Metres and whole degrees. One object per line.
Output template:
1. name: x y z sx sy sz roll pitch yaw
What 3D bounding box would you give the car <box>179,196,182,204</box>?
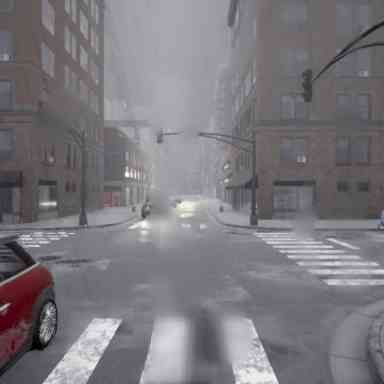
1. car: -2.968 1.510 63.920 1.882 1.535 5.008 0 0 0

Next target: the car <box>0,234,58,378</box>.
1. car: -3.099 1.352 3.173 2.097 1.767 4.553 0 0 0

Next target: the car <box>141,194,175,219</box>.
1. car: -3.072 1.225 29.825 2.150 2.045 5.566 0 1 2

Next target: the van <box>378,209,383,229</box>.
1. van: 12.064 1.355 17.445 3.998 1.788 1.690 0 0 0

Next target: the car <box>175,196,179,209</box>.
1. car: -3.075 1.541 45.078 1.812 1.442 4.674 0 0 0
